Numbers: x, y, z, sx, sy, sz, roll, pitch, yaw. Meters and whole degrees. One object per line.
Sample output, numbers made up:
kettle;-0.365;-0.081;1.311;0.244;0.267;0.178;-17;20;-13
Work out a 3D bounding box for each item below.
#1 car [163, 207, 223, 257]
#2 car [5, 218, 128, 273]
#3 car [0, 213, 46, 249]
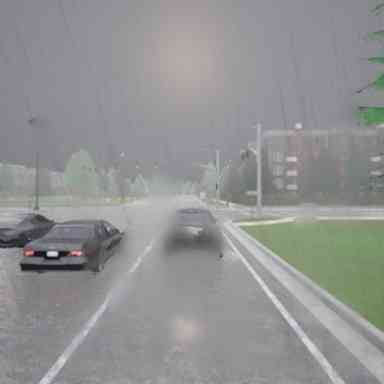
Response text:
car;0.060;1.418;13.435;2.097;1.767;4.553;0;0;0
car;-3.460;1.600;10.808;2.033;1.411;5.357;0;0;1
car;-6.936;1.593;13.842;1.812;1.442;4.674;0;0;0
